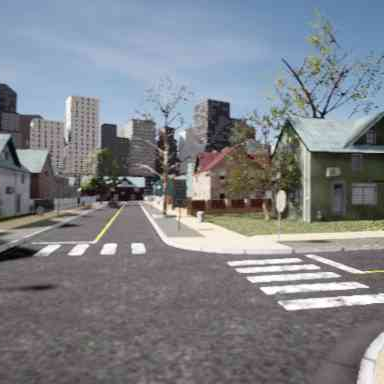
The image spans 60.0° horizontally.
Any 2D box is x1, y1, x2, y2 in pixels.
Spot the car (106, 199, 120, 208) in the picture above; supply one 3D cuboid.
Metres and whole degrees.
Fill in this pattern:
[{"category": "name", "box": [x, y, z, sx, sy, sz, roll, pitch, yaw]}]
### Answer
[{"category": "car", "box": [-12.819, 1.861, 54.386, 1.837, 1.490, 4.892, 1, -1, -10]}]
